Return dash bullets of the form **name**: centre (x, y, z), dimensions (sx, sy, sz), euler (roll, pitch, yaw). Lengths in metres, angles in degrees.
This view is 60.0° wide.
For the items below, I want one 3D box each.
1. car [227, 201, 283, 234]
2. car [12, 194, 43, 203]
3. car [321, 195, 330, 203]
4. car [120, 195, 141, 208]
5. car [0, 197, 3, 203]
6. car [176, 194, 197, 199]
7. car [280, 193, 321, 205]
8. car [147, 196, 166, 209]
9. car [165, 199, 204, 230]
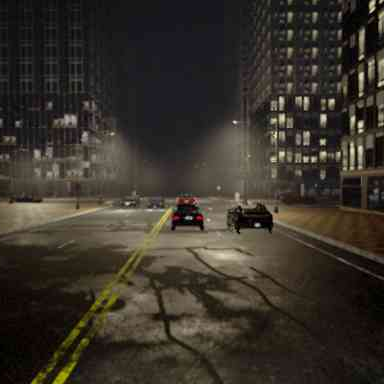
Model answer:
- **car**: centre (3.018, 1.302, 17.994), dimensions (2.128, 1.511, 4.902), euler (0, 1, -1)
- **car**: centre (-23.655, 0.969, 47.618), dimensions (4.313, 1.339, 1.947), euler (0, 1, 0)
- **car**: centre (20.716, 1.040, 56.268), dimensions (4.829, 1.417, 1.752), euler (0, 1, 0)
- **car**: centre (-7.266, 1.114, 39.649), dimensions (2.128, 1.511, 4.902), euler (0, 1, -1)
- **car**: centre (-29.340, 0.941, 47.636), dimensions (4.206, 1.307, 1.802), euler (0, 1, 0)
- **car**: centre (-0.582, 0.980, 35.590), dimensions (2.097, 1.767, 4.553), euler (0, 1, -1)
- **car**: centre (15.275, 1.009, 47.870), dimensions (5.009, 1.841, 2.192), euler (0, 1, 0)
- **car**: centre (-4.002, 1.151, 38.265), dimensions (2.033, 1.411, 5.357), euler (0, 1, -1)
- **car**: centre (-0.260, 1.346, 19.492), dimensions (2.033, 1.411, 5.357), euler (0, 0, -1)
